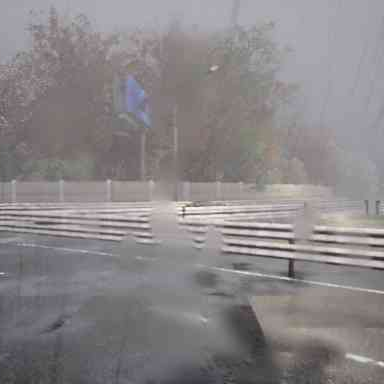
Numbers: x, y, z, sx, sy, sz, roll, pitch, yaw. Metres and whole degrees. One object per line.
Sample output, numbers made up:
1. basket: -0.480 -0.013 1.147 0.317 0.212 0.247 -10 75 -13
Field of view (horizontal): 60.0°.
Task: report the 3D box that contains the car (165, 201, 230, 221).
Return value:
1. car: 0.387 1.464 24.210 4.892 1.490 1.837 -1 0 -25
